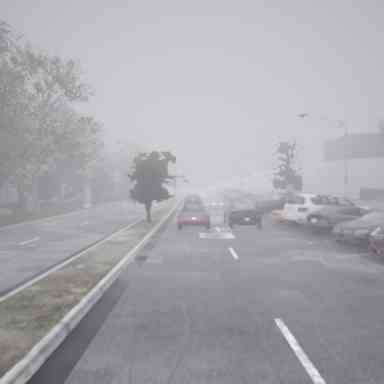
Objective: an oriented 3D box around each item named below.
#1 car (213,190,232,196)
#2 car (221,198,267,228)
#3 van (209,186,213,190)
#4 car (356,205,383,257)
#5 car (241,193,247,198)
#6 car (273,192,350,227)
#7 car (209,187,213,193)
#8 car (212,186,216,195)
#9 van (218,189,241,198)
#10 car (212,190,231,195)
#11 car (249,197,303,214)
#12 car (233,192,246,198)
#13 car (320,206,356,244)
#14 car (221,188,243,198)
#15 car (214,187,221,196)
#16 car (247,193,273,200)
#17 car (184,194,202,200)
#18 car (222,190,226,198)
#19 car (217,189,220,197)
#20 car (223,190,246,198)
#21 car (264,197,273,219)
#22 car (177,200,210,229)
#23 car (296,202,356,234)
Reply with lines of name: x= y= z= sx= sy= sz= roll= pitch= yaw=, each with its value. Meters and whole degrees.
car: x=8.127 y=0.204 z=88.761 sx=4.792 sy=1.488 sz=2.163 roll=0 pitch=1 yaw=-20
car: x=3.107 y=1.376 z=21.196 sx=1.882 sy=1.535 sz=5.008 roll=0 pitch=1 yaw=0
van: x=7.998 y=-0.218 z=94.656 sx=4.442 sy=1.987 sz=1.878 roll=0 pitch=2 yaw=-20
car: x=8.107 y=1.332 z=10.898 sx=4.553 sy=1.767 sz=2.185 roll=1 pitch=0 yaw=-20
car: x=8.255 y=1.201 z=34.985 sx=5.366 sy=1.575 sz=1.946 roll=0 pitch=1 yaw=-20
car: x=8.106 y=1.148 z=19.909 sx=5.566 sy=2.045 sz=2.435 roll=1 pitch=0 yaw=-20
car: x=7.928 y=0.244 z=85.691 sx=5.366 sy=1.575 sz=1.946 roll=0 pitch=2 yaw=-20
car: x=8.125 y=0.254 z=73.834 sx=5.566 sy=2.045 sz=2.435 roll=0 pitch=1 yaw=-20
van: x=7.990 y=0.334 z=70.792 sx=4.442 sy=1.987 sz=1.878 roll=0 pitch=1 yaw=-20
car: x=8.097 y=0.131 z=91.732 sx=4.674 sy=1.452 sz=2.002 roll=0 pitch=1 yaw=-20
car: x=8.086 y=1.290 z=31.913 sx=4.674 sy=1.452 sz=2.002 roll=0 pitch=1 yaw=-20
car: x=8.059 y=1.127 z=40.908 sx=4.792 sy=1.488 sz=2.163 roll=0 pitch=1 yaw=-20
car: x=8.078 y=1.486 z=13.888 sx=4.674 sy=1.452 sz=2.002 roll=1 pitch=1 yaw=-20
car: x=8.063 y=0.648 z=58.899 sx=4.553 sy=1.767 sz=2.185 roll=0 pitch=1 yaw=-20
car: x=8.072 y=0.362 z=67.839 sx=5.566 sy=2.045 sz=2.435 roll=0 pitch=1 yaw=-20
car: x=8.058 y=1.047 z=28.889 sx=5.566 sy=2.045 sz=2.435 roll=0 pitch=1 yaw=-20
car: x=0.117 y=0.978 z=39.105 sx=2.097 sy=1.767 sz=4.553 roll=0 pitch=0 yaw=0
car: x=8.085 y=0.868 z=55.930 sx=4.674 sy=1.452 sz=2.002 roll=0 pitch=1 yaw=-20
car: x=8.087 y=0.668 z=64.875 sx=4.892 sy=1.521 sz=2.231 roll=0 pitch=1 yaw=-20
car: x=8.063 y=0.911 z=52.912 sx=4.792 sy=1.488 sz=2.163 roll=0 pitch=1 yaw=-20
car: x=7.907 y=1.365 z=22.839 sx=5.366 sy=1.575 sz=1.946 roll=1 pitch=1 yaw=-20
car: x=0.108 y=1.464 z=21.071 sx=1.994 sy=1.385 sz=4.181 roll=0 pitch=1 yaw=0
car: x=8.102 y=1.452 z=16.913 sx=4.792 sy=1.488 sz=2.163 roll=1 pitch=0 yaw=-20
